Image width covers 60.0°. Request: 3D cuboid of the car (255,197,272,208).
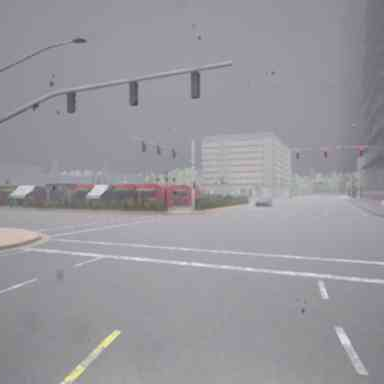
[{"bbox_3d":[10.755,1.506,49.667,1.882,1.535,5.008,0,0,23],"label":"car"}]
